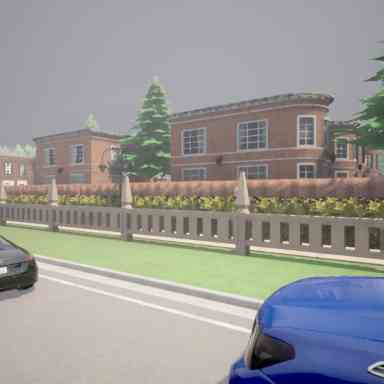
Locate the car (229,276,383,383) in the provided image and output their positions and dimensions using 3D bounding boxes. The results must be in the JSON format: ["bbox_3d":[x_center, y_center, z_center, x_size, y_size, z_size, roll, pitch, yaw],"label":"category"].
[{"bbox_3d":[2.959,1.221,1.880,5.566,2.045,2.150,0,0,36],"label":"car"}]

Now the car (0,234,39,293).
[{"bbox_3d":[-5.506,1.564,7.877,4.181,1.385,1.994,0,0,36],"label":"car"}]
